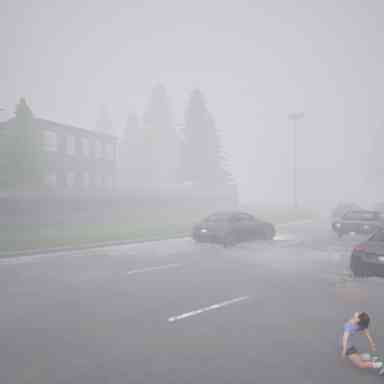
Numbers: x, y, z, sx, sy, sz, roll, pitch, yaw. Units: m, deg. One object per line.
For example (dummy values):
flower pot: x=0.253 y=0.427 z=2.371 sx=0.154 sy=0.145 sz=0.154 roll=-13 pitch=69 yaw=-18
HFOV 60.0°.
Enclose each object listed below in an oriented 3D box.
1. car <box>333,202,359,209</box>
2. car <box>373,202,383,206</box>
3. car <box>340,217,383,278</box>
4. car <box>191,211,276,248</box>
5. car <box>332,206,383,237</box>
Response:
car: x=13.189 y=1.565 z=28.271 sx=1.994 sy=1.385 sz=4.181 roll=0 pitch=0 yaw=32
car: x=19.398 y=1.600 z=33.141 sx=1.895 sy=1.301 sz=4.718 roll=0 pitch=0 yaw=19
car: x=6.069 y=1.564 z=9.212 sx=4.181 sy=1.385 sz=1.994 roll=0 pitch=0 yaw=-43
car: x=1.940 y=1.564 z=14.942 sx=4.181 sy=1.385 sz=1.994 roll=0 pitch=0 yaw=-43
car: x=8.878 y=1.600 z=16.878 sx=1.895 sy=1.301 sz=4.718 roll=0 pitch=0 yaw=43
